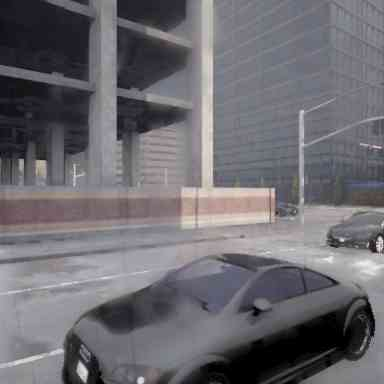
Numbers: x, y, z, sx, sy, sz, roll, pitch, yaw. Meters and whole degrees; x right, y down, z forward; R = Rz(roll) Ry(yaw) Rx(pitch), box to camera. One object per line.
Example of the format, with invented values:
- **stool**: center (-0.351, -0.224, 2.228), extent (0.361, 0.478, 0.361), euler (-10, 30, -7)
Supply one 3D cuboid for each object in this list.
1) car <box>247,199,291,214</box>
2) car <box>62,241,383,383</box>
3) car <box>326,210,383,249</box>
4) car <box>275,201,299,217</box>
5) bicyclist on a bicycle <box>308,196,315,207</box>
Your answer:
- **car**: center (8.492, 1.549, 36.909), extent (1.812, 1.442, 4.674), euler (0, 0, -36)
- **car**: center (0.559, 1.566, 4.392), extent (4.181, 1.385, 1.994), euler (0, 0, -35)
- **car**: center (7.475, 1.516, 13.640), extent (4.892, 1.490, 1.837), euler (0, 0, -36)
- **car**: center (8.085, 1.585, 31.509), extent (1.994, 1.385, 4.181), euler (0, 0, -36)
- **bicyclist on a bicycle**: center (16.558, 1.335, 46.199), extent (1.656, 1.620, 0.582), euler (0, 0, -36)
